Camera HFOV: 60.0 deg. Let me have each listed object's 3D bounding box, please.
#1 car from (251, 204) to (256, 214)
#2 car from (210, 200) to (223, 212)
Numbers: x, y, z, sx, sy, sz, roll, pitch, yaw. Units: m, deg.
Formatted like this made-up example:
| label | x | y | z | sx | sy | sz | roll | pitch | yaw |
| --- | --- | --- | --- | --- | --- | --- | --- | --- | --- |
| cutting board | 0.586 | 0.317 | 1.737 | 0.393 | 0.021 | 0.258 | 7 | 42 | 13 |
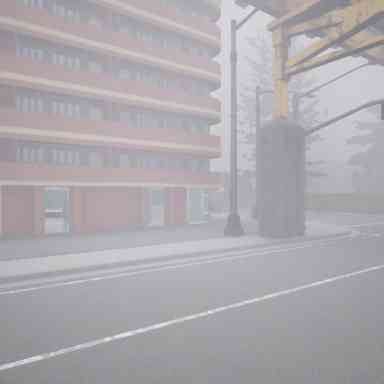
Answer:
| label | x | y | z | sx | sy | sz | roll | pitch | yaw |
| --- | --- | --- | --- | --- | --- | --- | --- | --- | --- |
| car | 7.367 | 1.478 | 29.208 | 1.882 | 1.535 | 5.008 | 0 | 0 | -35 |
| car | 1.464 | 1.526 | 37.597 | 1.812 | 1.442 | 4.674 | 0 | 0 | -35 |
